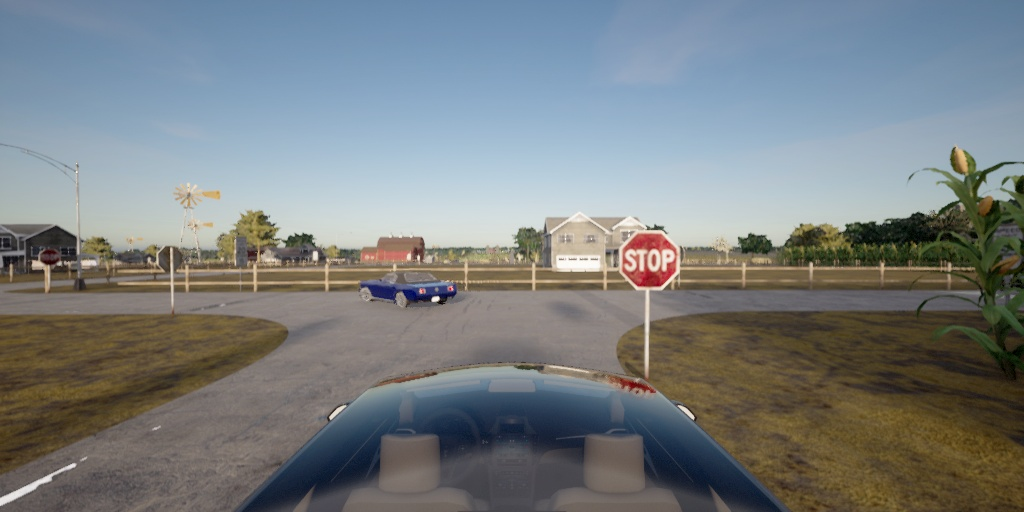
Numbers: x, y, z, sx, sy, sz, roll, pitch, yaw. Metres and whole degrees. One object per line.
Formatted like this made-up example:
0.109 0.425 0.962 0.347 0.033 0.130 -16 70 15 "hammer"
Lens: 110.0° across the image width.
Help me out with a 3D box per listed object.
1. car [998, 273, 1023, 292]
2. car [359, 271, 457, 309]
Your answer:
26.280 1.111 17.224 4.892 1.490 1.837 0 1 0 "car"
-4.378 1.271 14.500 4.718 1.301 1.895 0 0 44 "car"
